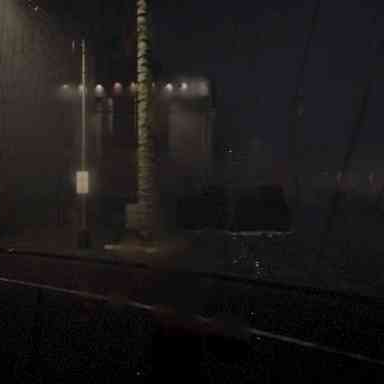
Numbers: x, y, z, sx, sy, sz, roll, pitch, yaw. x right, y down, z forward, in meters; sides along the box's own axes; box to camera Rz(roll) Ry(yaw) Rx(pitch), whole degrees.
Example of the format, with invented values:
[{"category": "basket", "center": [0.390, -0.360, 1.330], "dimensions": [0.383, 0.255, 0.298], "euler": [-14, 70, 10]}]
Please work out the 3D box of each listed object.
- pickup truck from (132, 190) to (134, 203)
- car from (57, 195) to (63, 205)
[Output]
[{"category": "pickup truck", "center": [-5.831, 0.843, 28.104], "dimensions": [2.390, 2.098, 6.274], "euler": [0, 0, 2]}, {"category": "car", "center": [-16.214, 1.047, 40.488], "dimensions": [4.674, 1.452, 2.002], "euler": [0, 0, 2]}]
